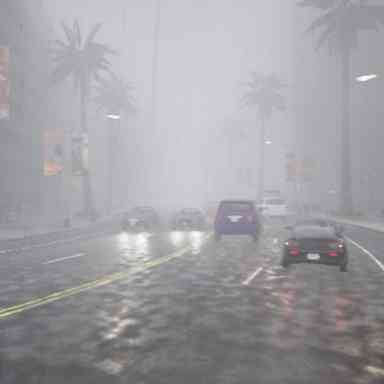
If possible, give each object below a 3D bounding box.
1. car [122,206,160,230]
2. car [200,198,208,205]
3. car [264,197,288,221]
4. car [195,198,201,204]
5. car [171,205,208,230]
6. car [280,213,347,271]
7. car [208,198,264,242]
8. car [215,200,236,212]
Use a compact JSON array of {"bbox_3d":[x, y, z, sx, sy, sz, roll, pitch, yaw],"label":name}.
[{"bbox_3d":[-3.579,1.801,23.817,2.128,1.511,4.902,-1,-1,5],"label":"car"},{"bbox_3d":[2.575,1.754,36.988,2.097,1.767,4.553,0,-1,-6],"label":"car"},{"bbox_3d":[6.791,1.502,29.877,2.150,2.045,5.566,0,-1,-3],"label":"car"},{"bbox_3d":[2.842,2.323,86.603,2.185,1.767,4.553,0,-1,-7],"label":"car"},{"bbox_3d":[-0.197,1.830,22.895,1.994,1.385,4.181,-1,-1,7],"label":"car"},{"bbox_3d":[4.134,1.618,11.252,1.812,1.442,4.674,-1,-1,21],"label":"car"},{"bbox_3d":[2.540,1.403,17.791,2.150,2.045,5.566,0,-1,13],"label":"car"},{"bbox_3d":[4.707,1.983,47.786,1.882,1.535,5.008,0,-1,-7],"label":"car"}]
